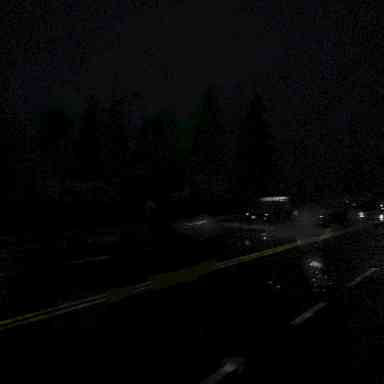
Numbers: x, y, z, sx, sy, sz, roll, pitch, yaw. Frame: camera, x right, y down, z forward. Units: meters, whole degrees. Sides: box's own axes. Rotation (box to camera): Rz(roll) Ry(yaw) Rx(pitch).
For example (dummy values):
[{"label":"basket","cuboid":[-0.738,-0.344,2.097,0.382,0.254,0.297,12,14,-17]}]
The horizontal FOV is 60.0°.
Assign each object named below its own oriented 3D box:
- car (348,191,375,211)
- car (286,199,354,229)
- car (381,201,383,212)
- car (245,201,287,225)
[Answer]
[{"label":"car","cuboid":[20.158,1.101,39.675,2.150,2.045,5.566,1,0,42]},{"label":"car","cuboid":[8.216,1.409,21.026,2.128,1.511,4.902,1,1,41]},{"label":"car","cuboid":[22.642,1.400,37.210,1.882,1.535,5.008,1,0,42]},{"label":"car","cuboid":[5.566,1.387,23.313,1.837,1.490,4.892,1,0,41]}]
